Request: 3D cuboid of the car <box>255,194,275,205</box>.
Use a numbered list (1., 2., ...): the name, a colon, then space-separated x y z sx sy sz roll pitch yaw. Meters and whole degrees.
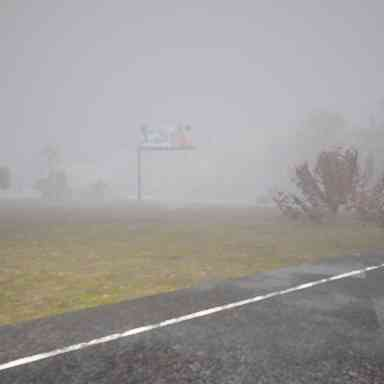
1. car: 12.111 1.104 52.726 2.097 1.767 4.553 0 0 -34
